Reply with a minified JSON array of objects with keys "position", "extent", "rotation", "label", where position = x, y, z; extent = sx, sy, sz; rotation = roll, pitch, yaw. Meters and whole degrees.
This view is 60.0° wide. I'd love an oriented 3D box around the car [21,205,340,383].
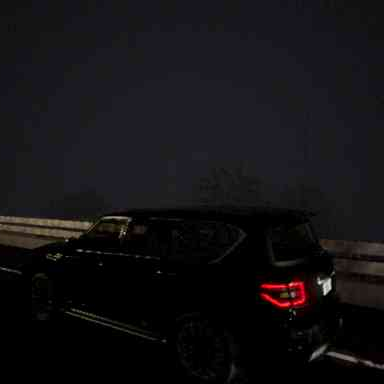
[{"position":[-0.562,1.251,5.562],"extent":[5.566,2.045,2.150],"rotation":[-1,0,36],"label":"car"}]
